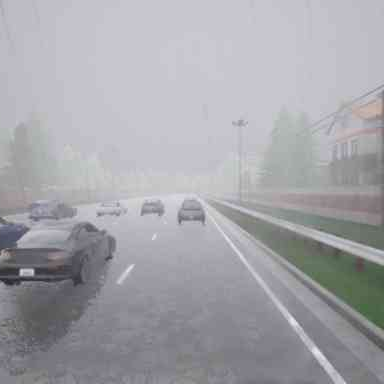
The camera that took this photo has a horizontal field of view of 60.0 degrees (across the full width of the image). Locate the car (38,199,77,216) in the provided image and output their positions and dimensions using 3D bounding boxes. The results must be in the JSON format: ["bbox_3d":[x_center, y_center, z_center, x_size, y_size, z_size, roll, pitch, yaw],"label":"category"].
[{"bbox_3d":[-10.555,1.496,25.622,2.033,1.411,5.357,0,0,0],"label":"car"}]

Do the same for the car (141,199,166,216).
[{"bbox_3d":[-3.589,1.408,31.141,2.128,1.511,4.902,0,0,0],"label":"car"}]

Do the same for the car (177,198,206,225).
[{"bbox_3d":[-0.044,1.422,23.697,2.128,1.511,4.902,0,0,0],"label":"car"}]

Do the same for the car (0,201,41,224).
[{"bbox_3d":[-6.960,1.336,10.529,2.097,1.767,4.553,0,0,0],"label":"car"}]

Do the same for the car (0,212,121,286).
[{"bbox_3d":[-3.465,1.506,9.245,1.812,1.442,4.674,0,0,-1],"label":"car"}]

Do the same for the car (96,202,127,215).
[{"bbox_3d":[-7.081,1.529,29.808,1.895,1.301,4.718,0,0,0],"label":"car"}]

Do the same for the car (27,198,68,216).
[{"bbox_3d":[-14.100,1.413,32.758,1.882,1.535,5.008,0,0,0],"label":"car"}]
